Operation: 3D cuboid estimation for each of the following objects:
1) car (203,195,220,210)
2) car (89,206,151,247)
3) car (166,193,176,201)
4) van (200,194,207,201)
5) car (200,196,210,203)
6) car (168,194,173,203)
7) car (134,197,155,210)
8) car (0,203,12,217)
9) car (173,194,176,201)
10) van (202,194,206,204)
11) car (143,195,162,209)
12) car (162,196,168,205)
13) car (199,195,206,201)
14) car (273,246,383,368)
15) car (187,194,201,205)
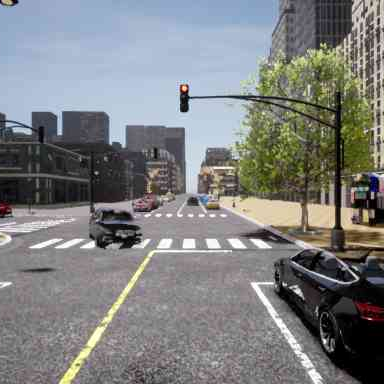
[{"bbox_3d":[2.737,1.528,43.963,1.752,1.417,4.829,0,0,0],"label":"car"},{"bbox_3d":[-3.584,1.508,15.323,1.837,1.490,4.892,3,-1,-23],"label":"car"},{"bbox_3d":[-5.600,1.324,88.207,2.192,1.841,5.009,0,0,0],"label":"car"},{"bbox_3d":[2.776,1.349,82.651,1.690,1.788,3.998,0,0,0],"label":"van"},{"bbox_3d":[2.763,1.572,71.549,1.947,1.339,4.313,0,0,0],"label":"car"},{"bbox_3d":[-5.617,1.532,71.384,1.752,1.417,4.829,0,0,0],"label":"car"},{"bbox_3d":[-5.649,1.585,38.248,1.802,1.307,4.206,0,0,0],"label":"car"},{"bbox_3d":[-17.242,1.371,27.262,4.507,1.381,1.887,1,-1,-1],"label":"car"},{"bbox_3d":[-5.607,1.559,82.656,2.008,1.369,4.403,0,0,0],"label":"car"},{"bbox_3d":[2.743,1.345,49.345,1.690,1.788,3.998,0,0,0],"label":"van"},{"bbox_3d":[-5.643,1.318,43.799,2.192,1.841,5.009,0,0,0],"label":"car"},{"bbox_3d":[-5.633,1.555,54.901,2.008,1.369,4.403,0,0,0],"label":"car"},{"bbox_3d":[2.780,1.534,88.371,1.752,1.417,4.829,0,0,0],"label":"car"},{"bbox_3d":[2.700,1.566,5.764,1.947,1.339,4.313,0,0,0],"label":"car"},{"bbox_3d":[0.158,1.510,58.716,1.837,1.490,4.892,0,0,0],"label":"car"}]
